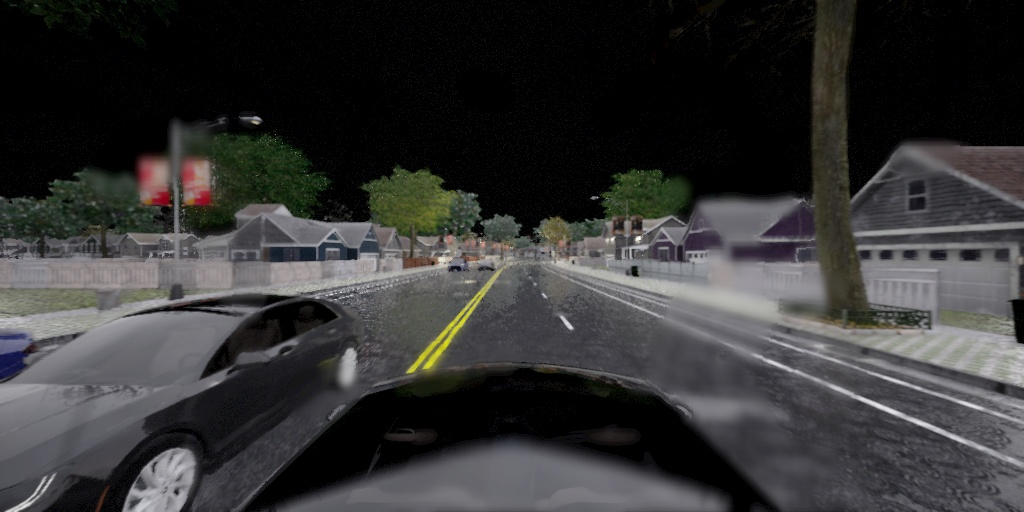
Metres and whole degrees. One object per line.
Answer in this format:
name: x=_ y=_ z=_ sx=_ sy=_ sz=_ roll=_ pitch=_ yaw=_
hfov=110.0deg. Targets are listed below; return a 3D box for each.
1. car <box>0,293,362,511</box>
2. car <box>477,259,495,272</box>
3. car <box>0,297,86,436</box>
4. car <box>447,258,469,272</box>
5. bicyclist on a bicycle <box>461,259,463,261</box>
car: x=-3.349 y=1.254 z=3.990 sx=1.837 sy=1.490 sz=4.892 roll=0 pitch=0 yaw=0
car: x=-3.264 y=1.179 z=45.688 sx=1.882 sy=1.535 sz=5.008 roll=0 pitch=0 yaw=1
car: x=-6.600 y=1.275 z=2.457 sx=1.812 sy=1.442 sz=4.674 roll=0 pitch=0 yaw=0
car: x=-6.530 y=1.058 z=43.813 sx=2.097 sy=1.767 sz=4.553 roll=0 pitch=0 yaw=1
bicyclist on a bicycle: x=-8.325 y=1.103 z=60.100 sx=0.582 sy=1.620 sz=1.656 roll=0 pitch=1 yaw=2
